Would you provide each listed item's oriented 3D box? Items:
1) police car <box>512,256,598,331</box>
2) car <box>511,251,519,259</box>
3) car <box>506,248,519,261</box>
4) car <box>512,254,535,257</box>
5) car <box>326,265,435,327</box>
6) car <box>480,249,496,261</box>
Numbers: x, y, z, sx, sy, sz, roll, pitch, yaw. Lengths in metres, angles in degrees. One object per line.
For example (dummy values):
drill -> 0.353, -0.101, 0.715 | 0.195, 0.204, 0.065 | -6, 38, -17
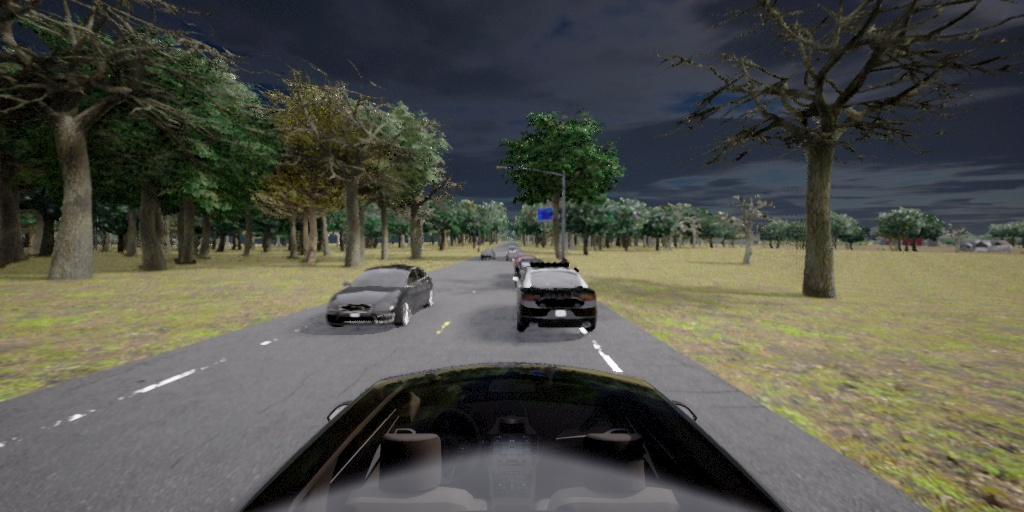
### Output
police car -> 1.053, 0.971, 10.324 | 1.930, 1.638, 5.238 | 0, 1, 0
car -> 1.058, 0.644, 26.210 | 1.882, 1.535, 5.008 | 0, 1, 0
car -> 0.083, -0.095, 52.744 | 2.128, 1.511, 4.902 | 0, 2, 0
car -> 1.057, 0.838, 20.214 | 1.812, 1.442, 4.674 | 0, 1, 0
car -> -3.594, 1.044, 10.631 | 1.837, 1.490, 4.892 | 0, 1, 0
car -> -3.544, -0.257, 53.534 | 2.097, 1.767, 4.553 | 0, 2, 0
